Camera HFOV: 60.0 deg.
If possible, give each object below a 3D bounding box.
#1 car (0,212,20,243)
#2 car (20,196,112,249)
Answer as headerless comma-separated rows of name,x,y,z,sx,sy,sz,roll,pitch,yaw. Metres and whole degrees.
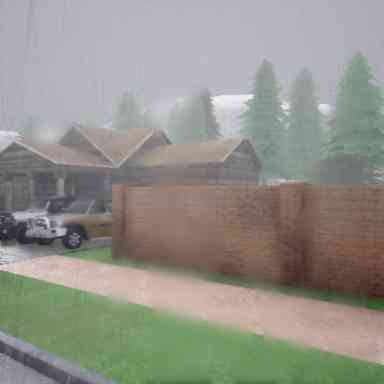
car,-6.401,1.111,14.558,1.905,1.878,3.866,0,0,33
car,-4.085,1.110,13.506,1.932,1.855,4.605,0,0,33
